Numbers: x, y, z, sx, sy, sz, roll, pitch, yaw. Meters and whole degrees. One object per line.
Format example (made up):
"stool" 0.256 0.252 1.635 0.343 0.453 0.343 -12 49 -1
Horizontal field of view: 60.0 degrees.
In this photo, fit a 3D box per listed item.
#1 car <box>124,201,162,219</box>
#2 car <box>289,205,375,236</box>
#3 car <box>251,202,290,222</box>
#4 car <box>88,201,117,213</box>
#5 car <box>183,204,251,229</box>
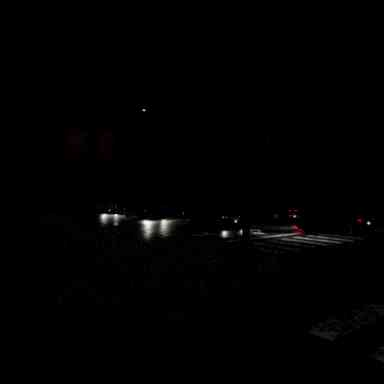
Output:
"car" -4.550 1.579 30.652 1.882 1.535 5.008 0 0 -35
"car" 8.058 1.607 19.005 1.994 1.385 4.181 0 0 -36
"car" 6.326 1.583 26.994 1.837 1.490 4.892 0 0 -36
"car" -10.452 1.741 38.887 1.895 1.301 4.718 0 0 -36
"car" 1.272 1.554 22.541 2.128 1.511 4.902 0 0 -36
